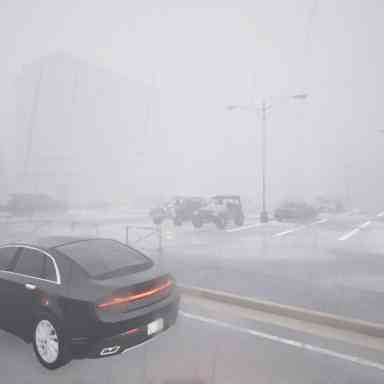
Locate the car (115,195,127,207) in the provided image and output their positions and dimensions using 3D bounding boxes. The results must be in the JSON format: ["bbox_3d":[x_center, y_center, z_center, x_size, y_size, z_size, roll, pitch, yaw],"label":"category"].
[{"bbox_3d":[-11.824,1.352,49.424,2.097,1.767,4.553,0,0,34],"label":"car"}]

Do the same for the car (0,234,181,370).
[{"bbox_3d":[-2.448,1.505,5.747,4.892,1.490,1.837,0,0,36],"label":"car"}]

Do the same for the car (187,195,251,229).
[{"bbox_3d":[1.714,1.156,20.226,1.905,1.878,3.866,0,0,34],"label":"car"}]

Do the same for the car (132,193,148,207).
[{"bbox_3d":[-6.600,1.221,50.875,2.150,2.045,5.566,0,0,34],"label":"car"}]

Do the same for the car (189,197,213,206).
[{"bbox_3d":[1.635,1.601,56.526,1.895,1.301,4.718,0,0,34],"label":"car"}]

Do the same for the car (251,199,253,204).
[{"bbox_3d":[9.855,1.505,62.469,1.837,1.490,4.892,0,0,34],"label":"car"}]

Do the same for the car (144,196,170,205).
[{"bbox_3d":[-6.044,1.526,57.934,1.812,1.442,4.674,0,0,35],"label":"car"}]

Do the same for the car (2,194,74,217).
[{"bbox_3d":[-14.730,1.221,32.159,2.150,2.045,5.566,0,0,34],"label":"car"}]

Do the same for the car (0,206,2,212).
[{"bbox_3d":[-17.489,1.601,34.753,1.895,1.301,4.718,0,0,34],"label":"car"}]

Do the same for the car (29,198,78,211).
[{"bbox_3d":[-17.161,1.547,41.507,2.033,1.411,5.357,0,0,34],"label":"car"}]

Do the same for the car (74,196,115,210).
[{"bbox_3d":[-12.487,1.526,42.164,1.812,1.442,4.674,0,0,34],"label":"car"}]

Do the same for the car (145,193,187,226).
[{"bbox_3d":[-0.650,1.153,21.896,1.932,1.855,4.605,0,0,34],"label":"car"}]

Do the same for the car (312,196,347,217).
[{"bbox_3d":[13.761,1.395,33.160,1.970,1.475,3.806,0,0,34],"label":"car"}]
